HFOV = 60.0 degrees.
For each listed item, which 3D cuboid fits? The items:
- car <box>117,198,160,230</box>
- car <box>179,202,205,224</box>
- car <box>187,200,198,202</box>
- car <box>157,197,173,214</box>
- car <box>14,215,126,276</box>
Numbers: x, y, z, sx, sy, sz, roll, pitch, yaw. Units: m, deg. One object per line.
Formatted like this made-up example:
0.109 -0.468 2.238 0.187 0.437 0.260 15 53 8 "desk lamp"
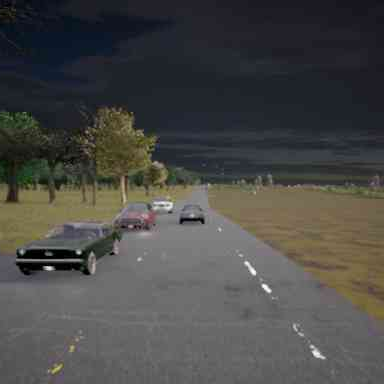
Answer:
-3.574 1.454 21.771 2.097 1.767 4.553 0 0 0 "car"
0.022 1.718 26.581 1.994 1.385 4.181 0 -1 0 "car"
0.047 1.778 43.517 2.097 1.767 4.553 0 -1 0 "car"
-3.537 1.606 41.192 2.150 2.045 5.566 0 -1 0 "car"
-3.603 1.625 10.599 1.895 1.301 4.718 0 0 0 "car"
